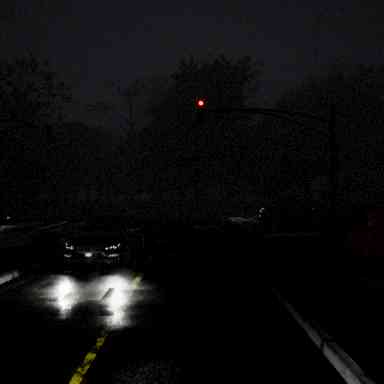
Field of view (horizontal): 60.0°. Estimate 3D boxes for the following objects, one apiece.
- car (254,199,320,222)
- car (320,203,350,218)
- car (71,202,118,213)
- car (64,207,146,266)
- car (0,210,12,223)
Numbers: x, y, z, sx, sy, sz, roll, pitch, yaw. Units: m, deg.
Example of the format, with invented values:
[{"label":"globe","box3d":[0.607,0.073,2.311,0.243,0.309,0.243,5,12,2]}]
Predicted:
[{"label":"car","box3d":[7.255,1.386,26.334,4.553,1.767,2.097,0,0,0]},{"label":"car","box3d":[12.603,1.658,29.602,4.718,1.301,1.895,0,0,0]},{"label":"car","box3d":[-8.187,1.582,29.530,4.718,1.301,1.895,0,0,0]},{"label":"car","box3d":[-2.833,1.504,11.713,1.837,1.490,4.892,-1,0,2]},{"label":"car","box3d":[-14.896,1.472,22.807,4.674,1.442,1.812,0,0,0]}]
